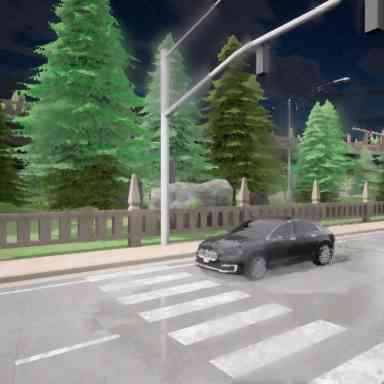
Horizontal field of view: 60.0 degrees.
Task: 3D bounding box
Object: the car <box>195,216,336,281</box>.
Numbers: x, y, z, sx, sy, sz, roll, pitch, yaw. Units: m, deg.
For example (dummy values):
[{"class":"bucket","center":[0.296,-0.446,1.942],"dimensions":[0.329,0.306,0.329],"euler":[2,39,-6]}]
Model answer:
[{"class":"car","center":[2.344,1.505,9.960],"dimensions":[4.892,1.490,1.837],"euler":[0,0,-35]}]
